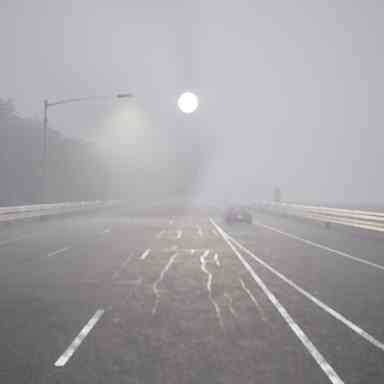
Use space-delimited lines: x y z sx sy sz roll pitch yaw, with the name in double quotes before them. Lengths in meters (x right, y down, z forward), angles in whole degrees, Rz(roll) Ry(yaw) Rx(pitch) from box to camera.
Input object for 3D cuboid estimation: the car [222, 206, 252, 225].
"car" 3.514 1.786 26.478 1.994 1.385 4.181 0 0 -1
